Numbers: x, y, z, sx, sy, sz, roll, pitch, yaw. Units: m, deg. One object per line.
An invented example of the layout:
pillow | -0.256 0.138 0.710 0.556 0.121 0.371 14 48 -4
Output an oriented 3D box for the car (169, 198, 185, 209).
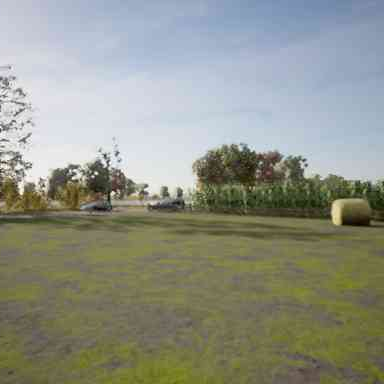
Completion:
car | -3.526 2.152 62.434 2.150 2.045 5.566 -1 -2 35

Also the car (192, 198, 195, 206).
car | 2.114 2.190 65.671 2.150 2.045 5.566 -1 -2 35

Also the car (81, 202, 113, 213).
car | -13.684 2.162 48.147 2.128 1.511 4.902 -1 -2 35

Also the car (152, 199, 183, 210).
car | -4.460 2.341 56.249 2.033 1.411 5.357 -1 -2 36
